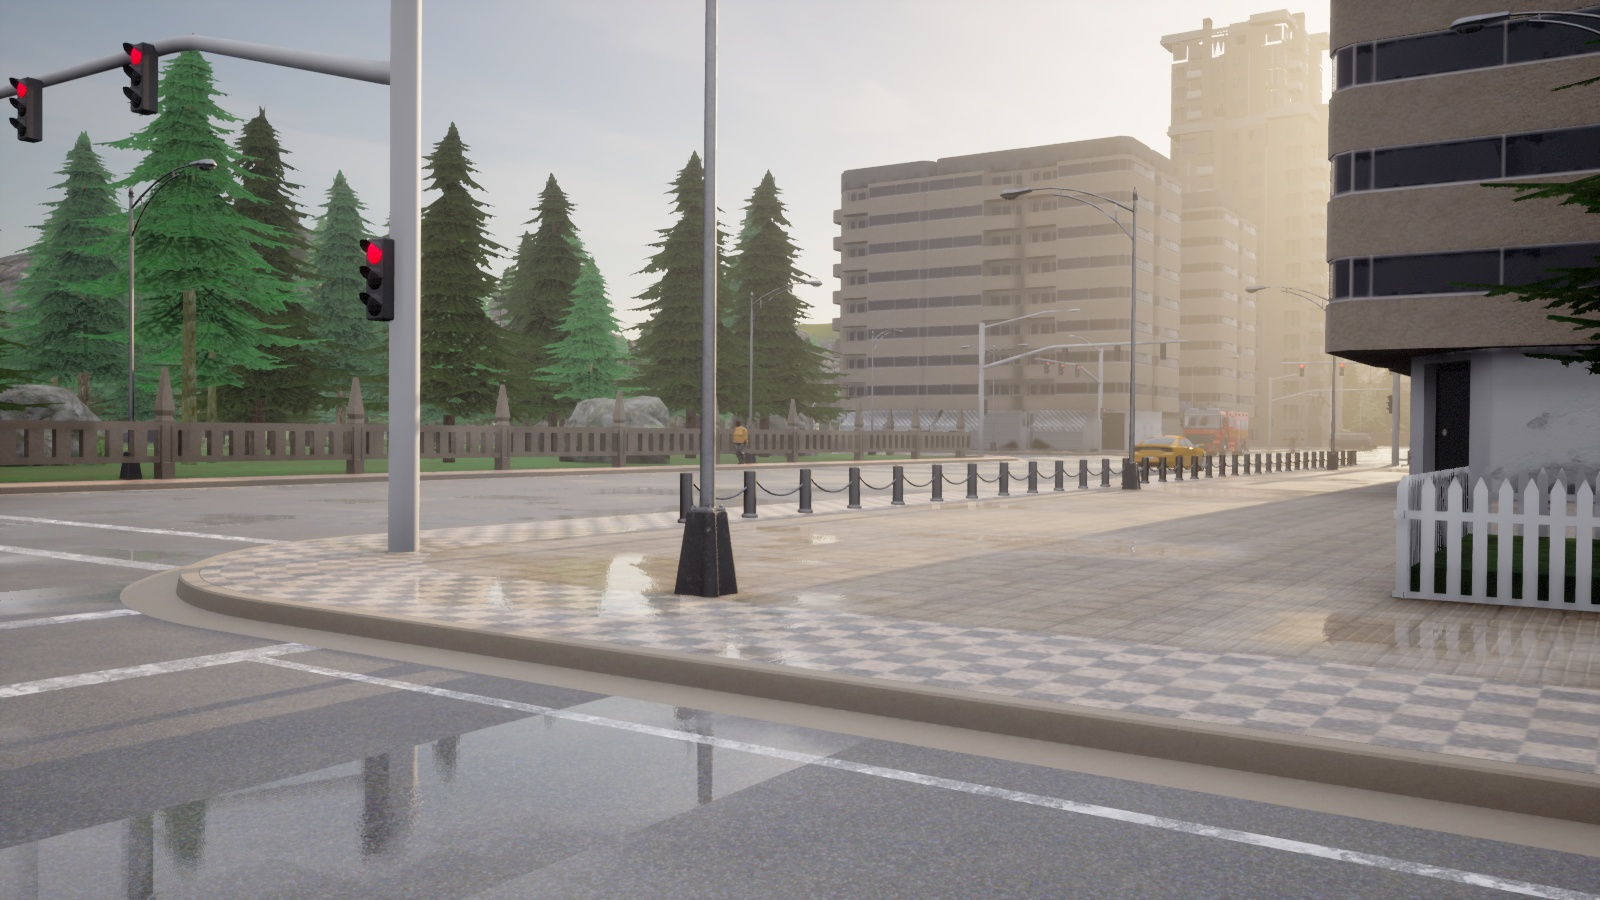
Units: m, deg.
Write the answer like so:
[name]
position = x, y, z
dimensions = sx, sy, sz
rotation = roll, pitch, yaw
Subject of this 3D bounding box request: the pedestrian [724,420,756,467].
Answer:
[pedestrian]
position = -2.393, -0.275, 50.254
dimensions = 0.874, 1.855, 0.900
rotation = 0, 1, 33

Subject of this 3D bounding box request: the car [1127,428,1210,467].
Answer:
[car]
position = 15.253, -0.136, 51.771
dimensions = 1.882, 1.535, 5.008
rotation = 0, 1, 34
